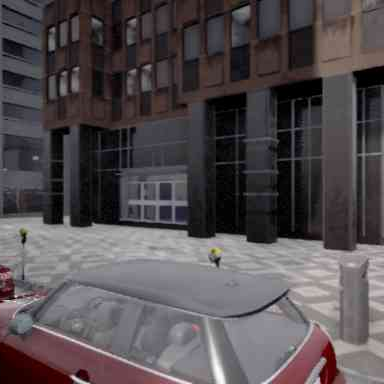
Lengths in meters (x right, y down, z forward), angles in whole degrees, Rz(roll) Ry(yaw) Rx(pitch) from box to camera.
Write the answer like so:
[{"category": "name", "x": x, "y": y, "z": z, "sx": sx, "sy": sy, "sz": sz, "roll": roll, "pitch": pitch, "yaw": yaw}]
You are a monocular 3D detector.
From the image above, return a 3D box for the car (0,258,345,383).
[{"category": "car", "x": -0.718, "y": 1.453, "z": 3.472, "sx": 4.097, "sy": 1.590, "sz": 1.967, "roll": 0, "pitch": 0, "yaw": 35}]
